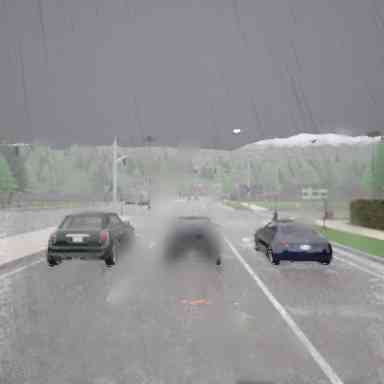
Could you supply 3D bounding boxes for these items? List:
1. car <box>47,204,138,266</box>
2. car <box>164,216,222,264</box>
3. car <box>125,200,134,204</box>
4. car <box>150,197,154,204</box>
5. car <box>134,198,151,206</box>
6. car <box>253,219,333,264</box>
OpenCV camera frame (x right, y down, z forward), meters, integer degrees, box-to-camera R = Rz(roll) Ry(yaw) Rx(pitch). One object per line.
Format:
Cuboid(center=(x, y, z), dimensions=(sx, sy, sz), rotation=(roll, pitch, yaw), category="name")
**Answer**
Cuboid(center=(-3.457, 1.490, 12.253), dimensions=(2.097, 1.767, 4.553), rotation=(0, -1, 1), category="car")
Cuboid(center=(0.044, 1.645, 12.364), dimensions=(1.837, 1.490, 4.892), rotation=(0, 0, 1), category="car")
Cuboid(center=(-14.217, 2.454, 76.886), dimensions=(1.895, 1.301, 4.718), rotation=(0, -1, 1), category="car")
Cuboid(center=(-10.611, 2.156, 83.768), dimensions=(1.837, 1.490, 4.892), rotation=(0, -1, 1), category="car")
Cuboid(center=(-10.781, 2.407, 72.628), dimensions=(1.895, 1.301, 4.718), rotation=(0, -1, 1), category="car")
Cuboid(center=(3.544, 1.704, 12.343), dimensions=(1.994, 1.385, 4.181), rotation=(0, -1, 1), category="car")
